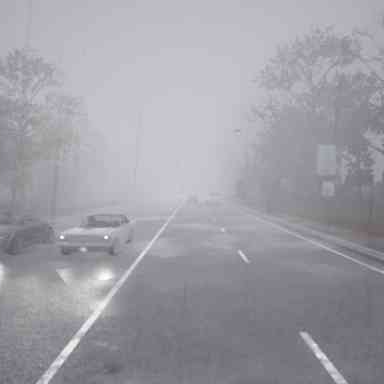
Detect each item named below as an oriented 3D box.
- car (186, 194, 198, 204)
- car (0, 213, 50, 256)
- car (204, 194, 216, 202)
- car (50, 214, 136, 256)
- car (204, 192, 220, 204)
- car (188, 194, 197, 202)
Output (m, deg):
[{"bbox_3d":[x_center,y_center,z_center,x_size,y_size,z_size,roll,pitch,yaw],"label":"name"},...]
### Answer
[{"bbox_3d":[0.035,1.261,56.686,2.128,1.511,4.902,0,0,0],"label":"car"},{"bbox_3d":[-7.008,1.515,12.768,1.994,1.385,4.181,0,0,0],"label":"car"},{"bbox_3d":[3.541,1.179,66.719,2.128,1.511,4.902,0,0,0],"label":"car"},{"bbox_3d":[-3.504,1.550,12.986,1.895,1.301,4.718,0,0,0],"label":"car"},{"bbox_3d":[3.534,0.993,56.329,2.150,2.045,5.566,0,0,0],"label":"car"},{"bbox_3d":[0.041,1.219,66.720,1.812,1.442,4.674,0,0,0],"label":"car"}]
